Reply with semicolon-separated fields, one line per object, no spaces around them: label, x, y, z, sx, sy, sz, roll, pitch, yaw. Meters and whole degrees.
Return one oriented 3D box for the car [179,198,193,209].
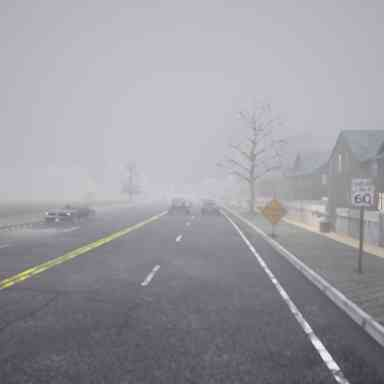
car;-0.874;1.601;49.217;1.812;1.442;4.674;1;0;2

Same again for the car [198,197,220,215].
car;1.951;1.583;35.067;2.128;1.511;4.902;1;0;3

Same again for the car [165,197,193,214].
car;-1.272;1.388;35.737;2.097;1.767;4.553;1;0;2

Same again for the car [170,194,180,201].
car;-3.979;1.266;78.800;2.033;1.411;5.357;1;0;-1

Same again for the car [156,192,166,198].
car;-7.223;0.896;78.737;2.150;2.045;5.566;1;0;-1

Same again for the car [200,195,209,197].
car;2.373;1.638;49.183;1.837;1.490;4.892;1;0;2

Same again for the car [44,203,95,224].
car;-8.480;1.478;23.409;1.895;1.301;4.718;1;0;3

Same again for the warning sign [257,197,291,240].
warning sign;3.851;1.207;15.702;1.300;1.860;1.060;2;1;3

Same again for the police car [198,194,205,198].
police car;3.384;1.687;86.380;1.930;1.638;5.238;1;0;-1
